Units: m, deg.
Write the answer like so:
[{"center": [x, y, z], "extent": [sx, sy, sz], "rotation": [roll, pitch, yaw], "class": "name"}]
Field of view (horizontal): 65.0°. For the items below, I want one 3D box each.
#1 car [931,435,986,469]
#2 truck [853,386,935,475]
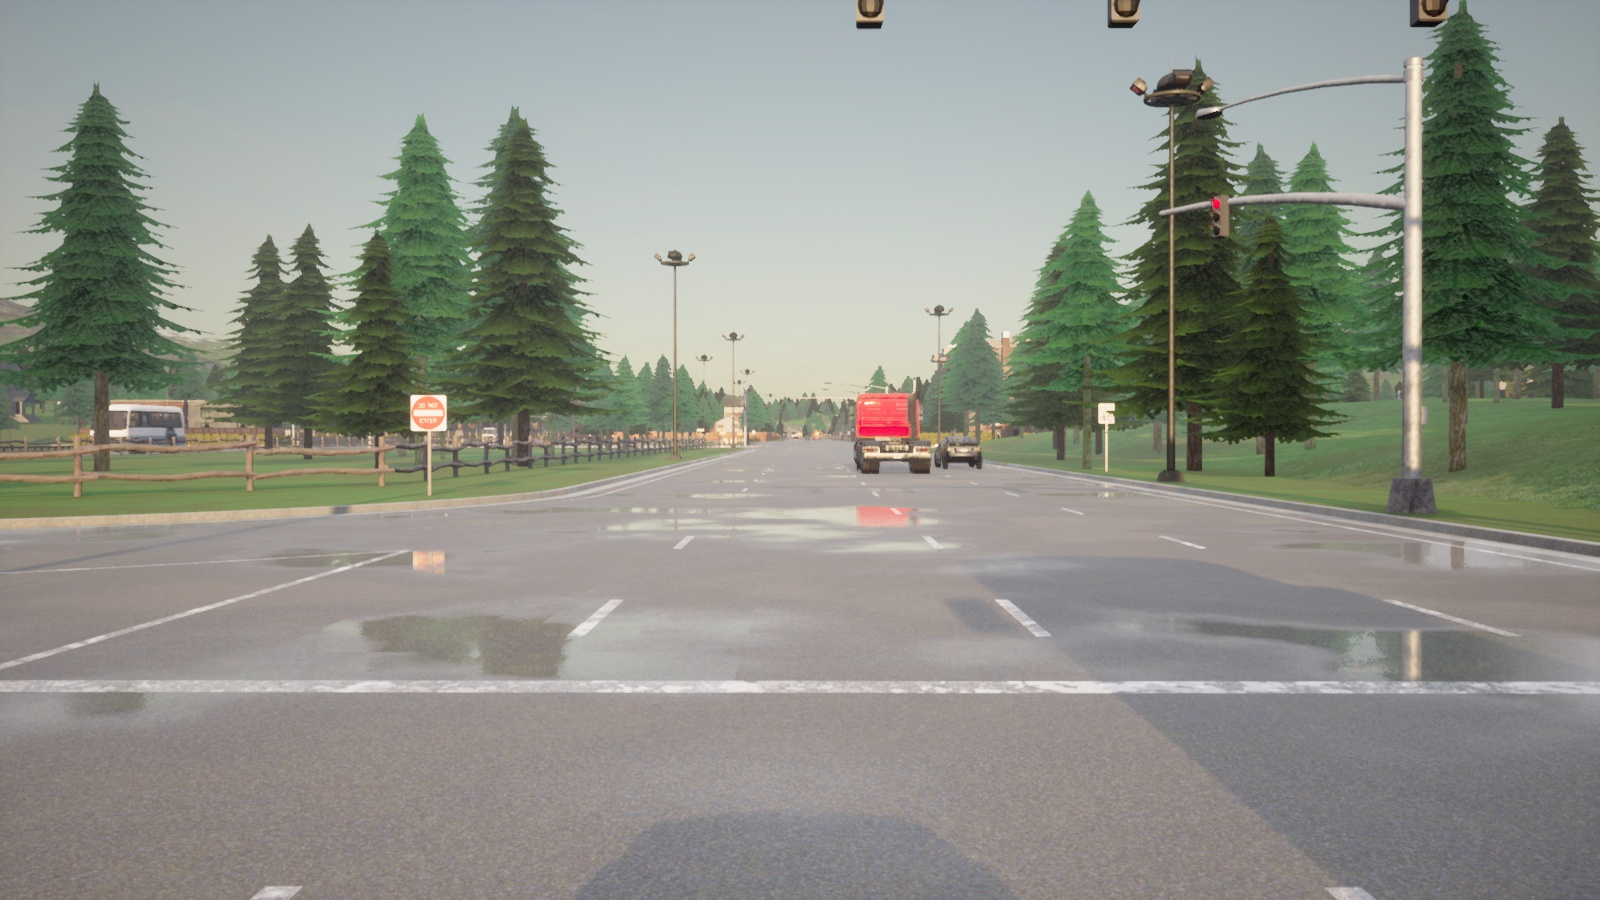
[{"center": [7.348, 0.069, 58.508], "extent": [2.007, 1.525, 4.514], "rotation": [0, 1, 0], "class": "car"}, {"center": [3.817, -0.802, 52.899], "extent": [2.891, 3.462, 7.936], "rotation": [0, 1, 0], "class": "truck"}]
